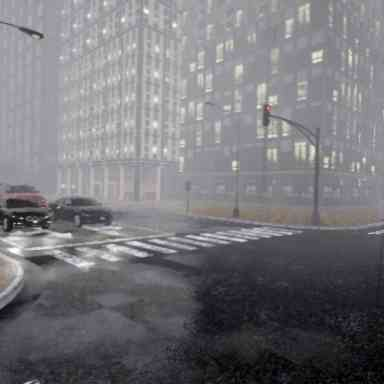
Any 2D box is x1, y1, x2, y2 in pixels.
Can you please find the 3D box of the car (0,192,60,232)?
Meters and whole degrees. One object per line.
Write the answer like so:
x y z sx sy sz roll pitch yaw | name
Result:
-8.527 0.976 16.230 1.837 1.490 4.892 1 1 -45 | car

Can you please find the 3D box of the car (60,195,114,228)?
-6.257 0.989 18.558 1.882 1.535 5.008 1 1 -45 | car

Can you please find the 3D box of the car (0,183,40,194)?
-13.241 0.416 25.603 5.566 2.045 2.150 3 1 45 | car

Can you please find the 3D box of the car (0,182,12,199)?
-24.974 -0.195 42.350 2.150 2.045 5.566 1 1 -45 | car
